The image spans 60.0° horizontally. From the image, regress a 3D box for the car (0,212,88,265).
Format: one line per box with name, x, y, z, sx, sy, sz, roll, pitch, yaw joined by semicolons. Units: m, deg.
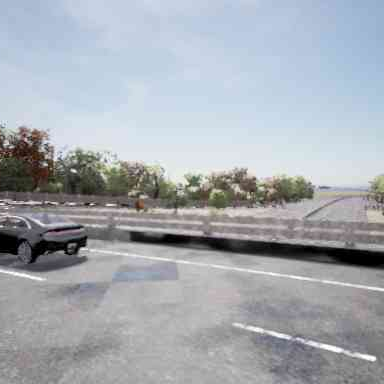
car;-5.794;1.448;11.514;4.902;1.511;2.128;0;1;31
